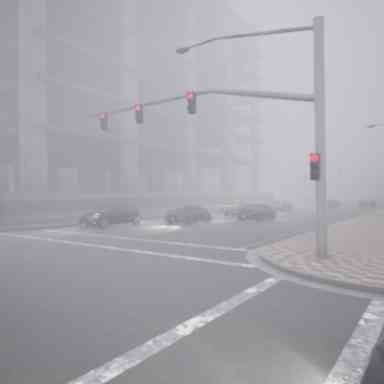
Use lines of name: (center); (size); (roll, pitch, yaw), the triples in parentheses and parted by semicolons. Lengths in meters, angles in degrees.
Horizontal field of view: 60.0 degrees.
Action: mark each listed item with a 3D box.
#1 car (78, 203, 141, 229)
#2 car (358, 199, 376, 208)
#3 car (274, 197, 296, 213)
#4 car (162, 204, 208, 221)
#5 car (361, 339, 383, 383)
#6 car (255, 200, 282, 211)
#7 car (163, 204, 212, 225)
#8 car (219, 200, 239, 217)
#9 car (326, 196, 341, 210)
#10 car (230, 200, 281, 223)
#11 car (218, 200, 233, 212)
car: (-5.858, 1.589, 23.927); (2.097, 1.767, 4.553); (-1, -1, 36)
car: (26.374, 1.688, 50.061); (1.895, 1.301, 4.718); (-1, -1, 36)
car: (10.776, 1.711, 40.832); (1.812, 1.442, 4.674); (-1, -1, 36)
car: (-0.576, 1.836, 31.186); (1.895, 1.301, 4.718); (-1, -1, 36)
car: (3.611, 1.518, 1.386); (5.357, 1.411, 2.033); (-1, -1, 36)
car: (10.799, 1.830, 46.784); (1.895, 1.301, 4.718); (-1, -1, 36)
car: (-0.242, 1.755, 25.694); (1.994, 1.385, 4.181); (-1, -1, 36)
car: (4.911, 1.789, 32.779); (1.895, 1.301, 4.718); (-1, -1, 36)
car: (19.500, 1.639, 46.559); (1.837, 1.490, 4.892); (-1, -1, 36)
car: (5.259, 1.667, 26.991); (1.812, 1.442, 4.674); (-1, -1, 36)
car: (4.886, 1.710, 38.697); (1.882, 1.535, 5.008); (-1, -1, 36)
